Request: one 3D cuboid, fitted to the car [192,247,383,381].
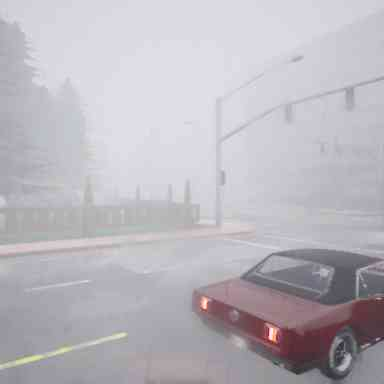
[{"bbox_3d":[2.412,1.614,5.495,4.718,1.301,1.895,0,0,-35],"label":"car"}]
